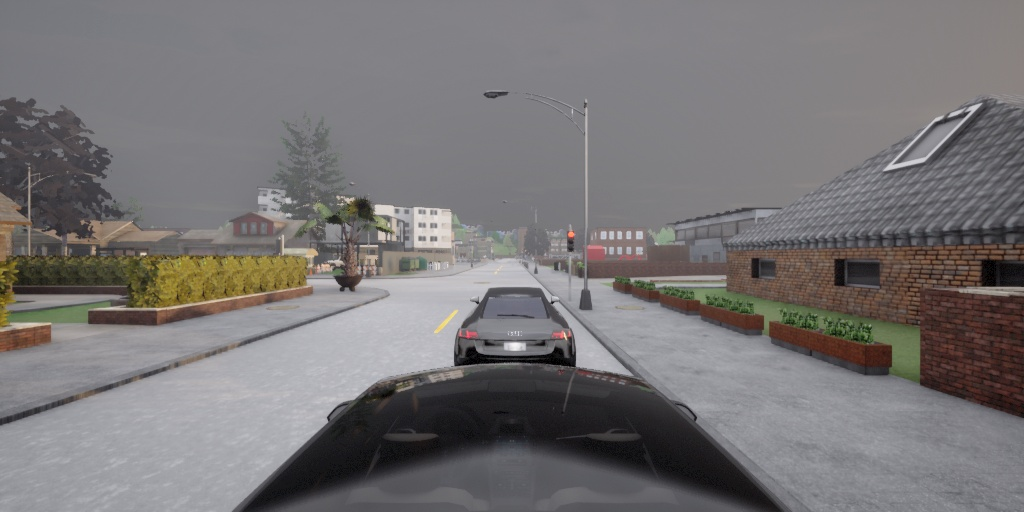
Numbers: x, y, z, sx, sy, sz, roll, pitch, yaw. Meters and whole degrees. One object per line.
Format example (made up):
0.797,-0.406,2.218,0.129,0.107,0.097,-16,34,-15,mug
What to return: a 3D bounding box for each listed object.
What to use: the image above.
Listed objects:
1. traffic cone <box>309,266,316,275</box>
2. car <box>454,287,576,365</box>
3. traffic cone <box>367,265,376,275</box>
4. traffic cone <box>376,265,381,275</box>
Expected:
-19.796,1.568,35.267,0.344,0.586,0.344,0,0,0,traffic cone
0.059,1.314,7.333,1.994,1.385,4.181,0,0,0,car
-15.749,1.561,40.150,0.344,0.586,0.344,0,0,0,traffic cone
-15.388,1.558,40.720,0.344,0.586,0.344,0,0,0,traffic cone
